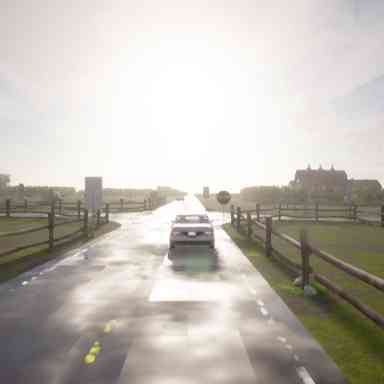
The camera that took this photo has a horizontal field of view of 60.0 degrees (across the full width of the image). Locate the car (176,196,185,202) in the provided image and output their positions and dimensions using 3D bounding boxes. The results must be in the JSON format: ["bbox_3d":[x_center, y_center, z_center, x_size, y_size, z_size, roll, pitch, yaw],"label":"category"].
[{"bbox_3d":[-2.750,1.642,79.084,1.895,1.301,4.718,0,0,0],"label":"car"}]

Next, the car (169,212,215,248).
[{"bbox_3d":[0.000,1.567,14.652,2.033,1.411,5.357,0,0,0],"label":"car"}]
